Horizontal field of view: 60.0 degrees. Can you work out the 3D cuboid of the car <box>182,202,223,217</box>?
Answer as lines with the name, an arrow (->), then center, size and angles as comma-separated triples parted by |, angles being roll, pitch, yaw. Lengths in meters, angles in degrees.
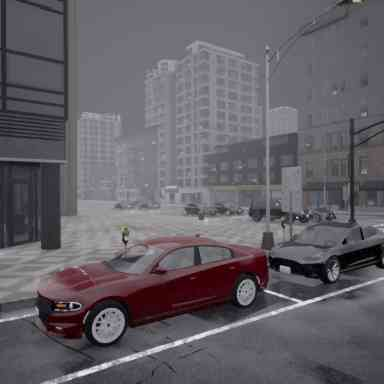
car -> 0.796, 1.895, 36.088 | 1.837, 1.490, 4.892 | 0, -1, -35

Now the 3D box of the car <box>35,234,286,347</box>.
car -> -0.496, 1.544, 6.299 | 4.507, 1.381, 1.887 | 0, 0, -35

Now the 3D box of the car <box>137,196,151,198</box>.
car -> -10.320, 1.927, 68.998 | 2.150, 2.045, 5.566 | 0, 0, -35

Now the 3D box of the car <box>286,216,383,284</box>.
car -> 4.099, 1.564, 9.576 | 4.313, 1.339, 1.947 | 0, 0, -35

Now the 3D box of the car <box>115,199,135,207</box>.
car -> -13.858, 2.283, 68.377 | 2.033, 1.411, 5.357 | 0, 0, -35

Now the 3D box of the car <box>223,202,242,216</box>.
car -> 3.752, 1.870, 37.527 | 1.837, 1.490, 4.892 | 0, 0, -35

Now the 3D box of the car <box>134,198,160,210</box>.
car -> -6.807, 2.076, 52.534 | 2.128, 1.511, 4.902 | 0, -1, -35

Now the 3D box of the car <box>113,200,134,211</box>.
car -> -10.852, 2.121, 52.663 | 2.128, 1.511, 4.902 | 0, -1, -35

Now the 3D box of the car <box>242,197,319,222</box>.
car -> 7.073, 1.473, 27.208 | 2.150, 2.045, 5.566 | 0, -1, -35

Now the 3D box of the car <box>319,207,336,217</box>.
car -> 10.126, 1.790, 28.521 | 1.994, 1.385, 4.181 | 0, -1, -36
